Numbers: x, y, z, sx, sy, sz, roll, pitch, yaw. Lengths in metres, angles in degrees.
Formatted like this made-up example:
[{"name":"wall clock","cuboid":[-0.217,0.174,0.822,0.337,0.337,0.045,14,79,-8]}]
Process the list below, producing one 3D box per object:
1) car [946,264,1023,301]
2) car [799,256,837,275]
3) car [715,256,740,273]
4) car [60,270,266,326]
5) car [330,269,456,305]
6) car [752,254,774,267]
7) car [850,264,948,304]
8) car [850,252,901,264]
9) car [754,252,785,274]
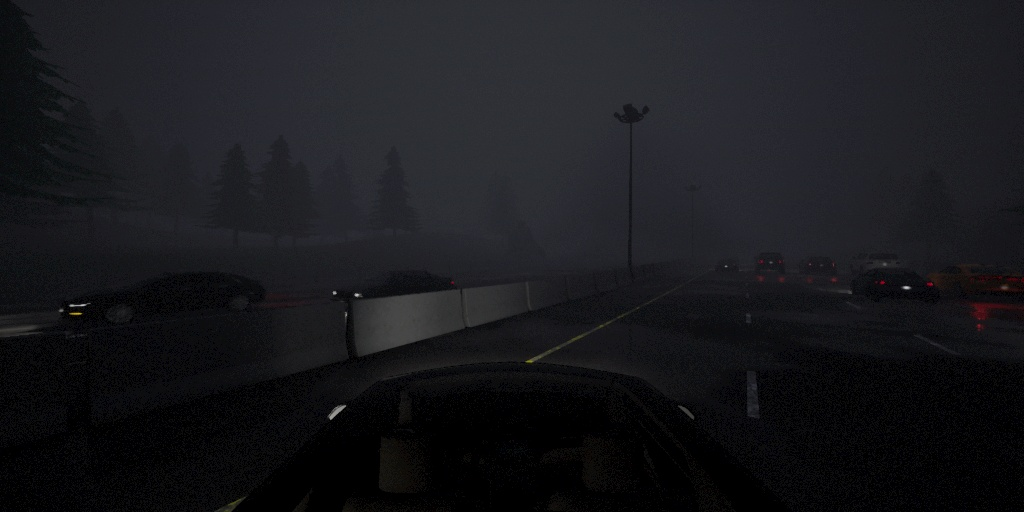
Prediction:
[{"name":"car","cuboid":[21.584,1.120,16.795,1.882,1.535,5.008,0,1,33]},{"name":"car","cuboid":[27.759,0.761,32.693,2.097,1.767,4.553,0,1,31]},{"name":"car","cuboid":[22.167,0.956,36.956,1.994,1.385,4.181,0,1,33]},{"name":"car","cuboid":[-11.066,1.246,11.893,1.837,1.490,4.892,0,0,33]},{"name":"car","cuboid":[-4.718,1.280,15.236,2.033,1.411,5.357,0,0,33]},{"name":"car","cuboid":[32.864,0.583,46.972,2.128,1.511,4.902,0,1,32]},{"name":"car","cuboid":[16.926,1.234,16.054,1.994,1.385,4.181,0,0,33]},{"name":"car","cuboid":[29.909,0.655,29.598,2.150,2.045,5.566,0,1,33]},{"name":"car","cuboid":[24.724,0.628,34.464,2.150,2.045,5.566,0,1,33]}]
